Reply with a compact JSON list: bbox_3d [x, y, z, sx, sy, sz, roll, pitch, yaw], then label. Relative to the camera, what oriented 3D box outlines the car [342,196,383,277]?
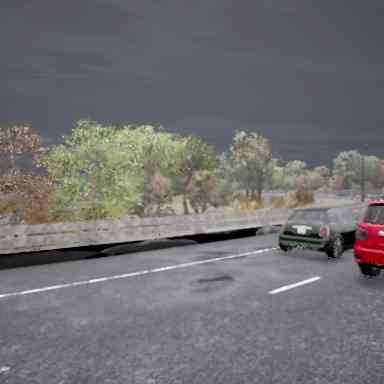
[{"bbox_3d":[6.526,1.216,9.225,5.566,2.045,2.150,1,-1,-42],"label":"car"}]

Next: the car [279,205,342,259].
[{"bbox_3d":[5.382,1.366,12.954,4.553,1.767,2.097,0,0,-42],"label":"car"}]
